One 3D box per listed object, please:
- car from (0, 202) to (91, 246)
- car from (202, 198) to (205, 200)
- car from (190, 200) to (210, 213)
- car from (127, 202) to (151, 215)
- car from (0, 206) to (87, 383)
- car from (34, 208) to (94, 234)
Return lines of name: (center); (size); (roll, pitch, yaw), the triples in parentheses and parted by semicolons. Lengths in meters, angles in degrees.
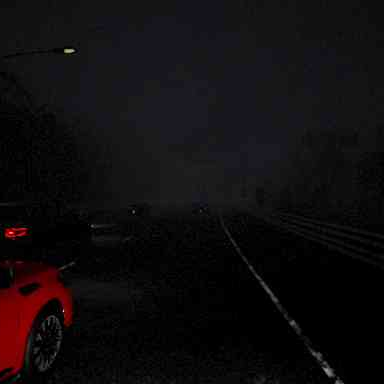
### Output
car: (-5.643, 1.365, 12.124); (2.150, 2.045, 5.566); (0, -1, 5)
car: (0.834, 2.282, 64.345); (1.812, 1.442, 4.674); (0, -1, 9)
car: (1.363, 2.110, 43.779); (1.895, 1.301, 4.718); (0, -1, 8)
car: (-6.215, 1.971, 39.512); (1.837, 1.490, 4.892); (0, -1, 7)
car: (-2.939, 1.252, 2.414); (2.150, 2.045, 5.566); (0, -1, 4)
car: (-8.215, 1.821, 21.771); (1.994, 1.385, 4.181); (0, -1, 6)
